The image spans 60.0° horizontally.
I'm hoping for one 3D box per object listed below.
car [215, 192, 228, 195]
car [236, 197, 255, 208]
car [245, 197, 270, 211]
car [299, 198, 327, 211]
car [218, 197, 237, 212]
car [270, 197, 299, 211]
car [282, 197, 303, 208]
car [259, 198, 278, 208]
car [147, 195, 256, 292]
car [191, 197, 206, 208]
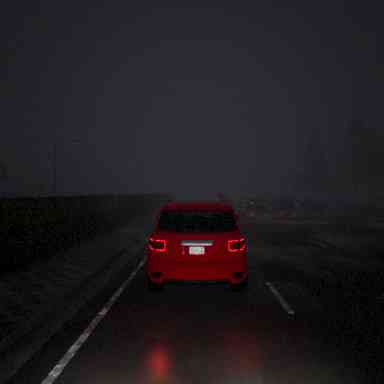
[{"bbox_3d":[4.446,1.221,50.052,2.150,2.045,5.566,0,0,1],"label":"car"},{"bbox_3d":[7.944,1.491,49.954,2.128,1.511,4.902,0,0,1],"label":"car"},{"bbox_3d":[7.765,1.352,40.755,2.097,1.767,4.553,0,0,1],"label":"car"},{"bbox_3d":[14.764,1.478,40.649,1.882,1.535,5.008,0,0,1],"label":"car"},{"bbox_3d":[4.258,1.478,40.437,1.882,1.535,5.008,0,0,1],"label":"car"},{"bbox_3d":[11.280,1.352,41.487,2.097,1.767,4.553,0,0,1],"label":"car"},{"bbox_3d":[14.943,1.505,49.817,1.837,1.490,4.892,0,0,1],"label":"car"},{"bbox_3d":[11.444,1.564,49.886,1.994,1.385,4.181,0,0,1],"label":"car"},{"bbox_3d":[0.147,1.221,9.095,2.150,2.045,5.566,0,0,1],"label":"car"},{"bbox_3d":[0.946,1.491,50.090,2.128,1.511,4.902,0,0,1],"label":"car"}]
